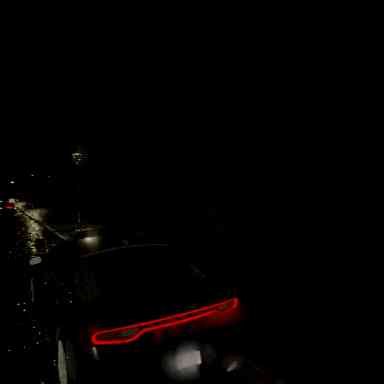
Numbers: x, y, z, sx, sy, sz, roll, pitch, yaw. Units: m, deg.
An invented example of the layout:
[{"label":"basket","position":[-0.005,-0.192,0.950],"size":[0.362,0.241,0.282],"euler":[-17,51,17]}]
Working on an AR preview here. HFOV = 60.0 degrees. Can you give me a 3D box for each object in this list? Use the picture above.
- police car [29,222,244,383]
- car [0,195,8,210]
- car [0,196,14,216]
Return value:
[{"label":"police car","position":[-1.368,1.325,5.269],"size":[1.930,1.638,5.238],"euler":[-2,2,-31]},{"label":"car","position":[-21.728,1.162,37.249],"size":[1.837,1.490,4.892],"euler":[-2,2,-31]},{"label":"car","position":[-16.054,1.283,27.915],"size":[2.033,1.411,5.357],"euler":[-2,2,-31]}]
